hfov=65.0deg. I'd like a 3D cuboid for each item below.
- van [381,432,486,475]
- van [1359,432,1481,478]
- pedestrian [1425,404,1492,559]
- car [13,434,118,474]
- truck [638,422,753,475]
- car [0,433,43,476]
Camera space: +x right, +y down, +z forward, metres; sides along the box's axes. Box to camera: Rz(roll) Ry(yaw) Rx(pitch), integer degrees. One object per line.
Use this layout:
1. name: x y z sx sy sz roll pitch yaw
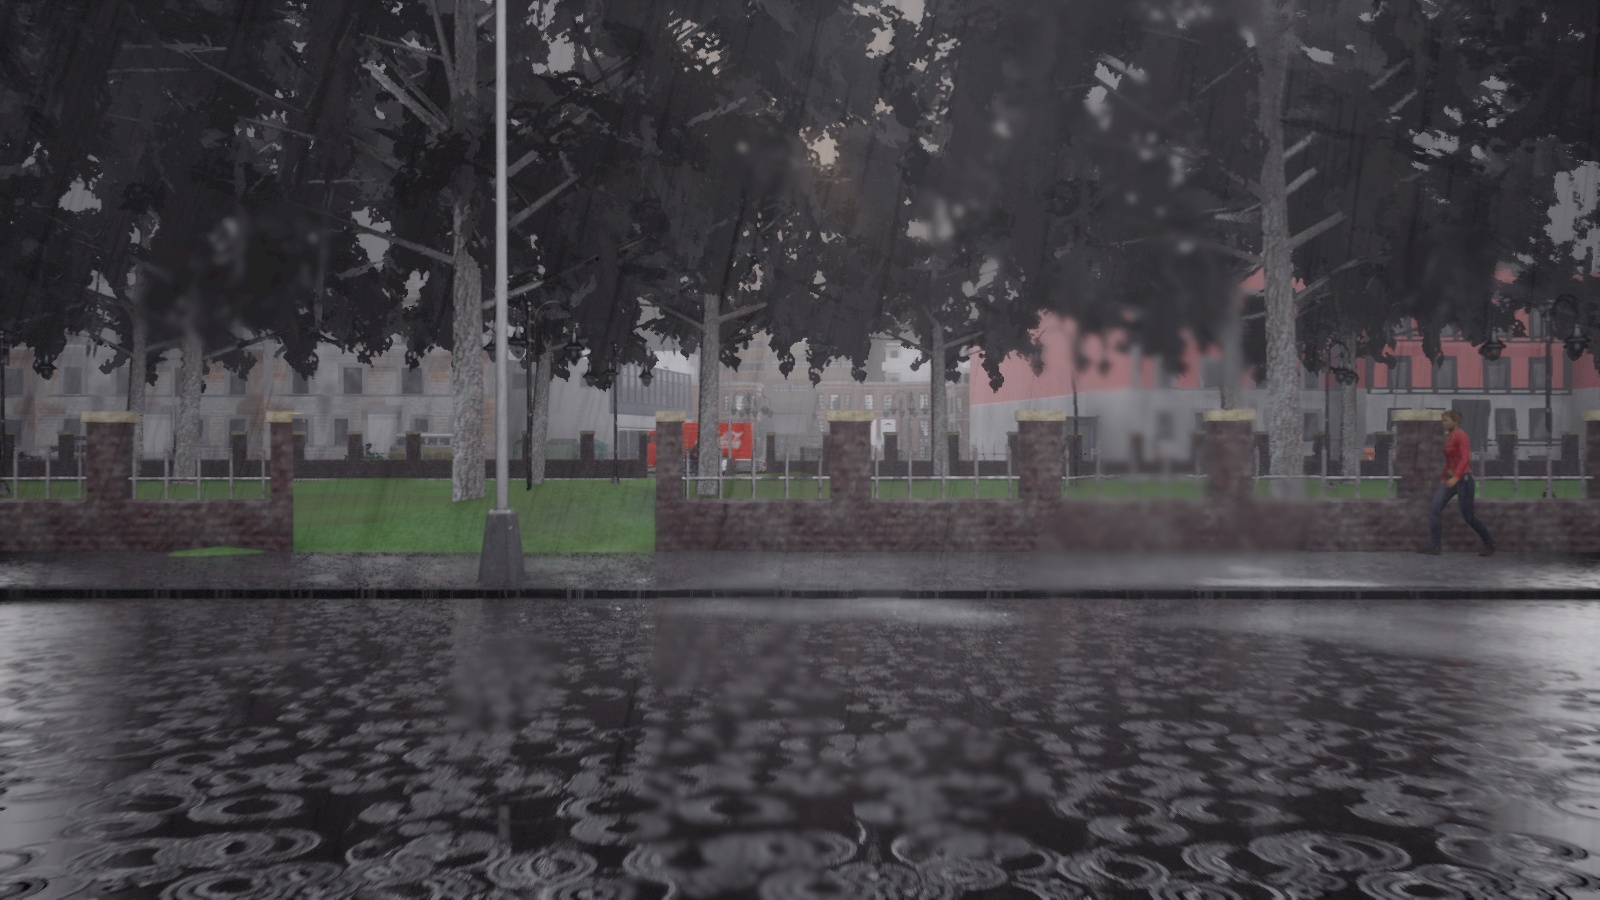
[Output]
1. van: -17.330 0.154 59.441 4.442 1.987 1.775 0 0 1
2. van: 27.037 0.205 54.826 4.442 1.987 1.775 0 0 1
3. pedestrian: 7.936 0.375 15.143 0.636 1.846 0.331 0 0 1
4. car: -34.845 0.186 59.667 3.866 1.878 1.905 0 0 1
5. truck: -4.870 -0.077 59.268 5.204 2.467 2.627 0 0 1
6. car: -36.074 0.208 55.682 3.866 1.878 1.905 0 0 1
